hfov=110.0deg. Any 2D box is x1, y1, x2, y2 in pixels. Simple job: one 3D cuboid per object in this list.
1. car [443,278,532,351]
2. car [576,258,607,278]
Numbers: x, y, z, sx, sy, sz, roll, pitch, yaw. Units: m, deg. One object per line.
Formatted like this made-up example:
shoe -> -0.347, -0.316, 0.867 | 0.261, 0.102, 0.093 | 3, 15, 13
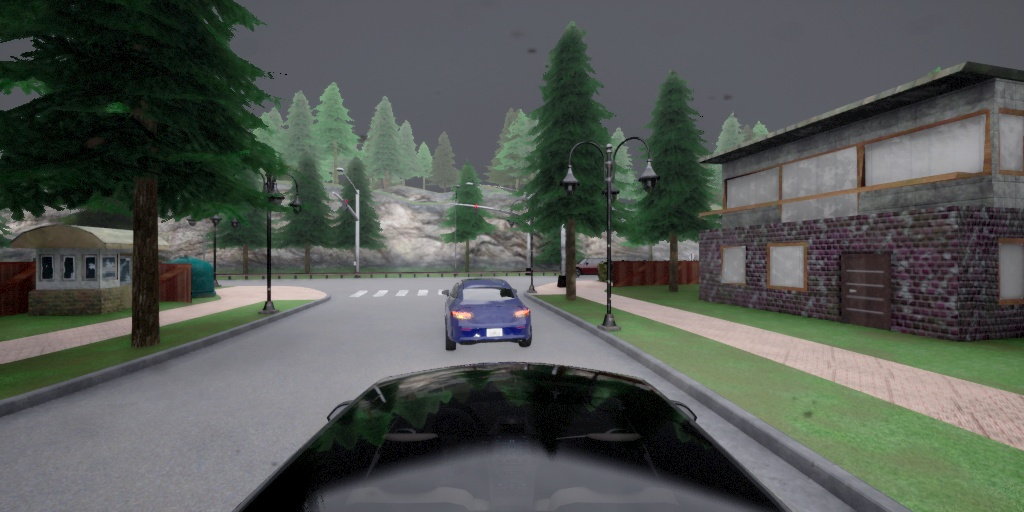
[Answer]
car -> -0.755, 1.276, 9.016 | 1.812, 1.442, 4.674 | 0, 0, -11
car -> 6.607, 0.945, 31.500 | 4.553, 1.767, 2.097 | 0, 0, -12
